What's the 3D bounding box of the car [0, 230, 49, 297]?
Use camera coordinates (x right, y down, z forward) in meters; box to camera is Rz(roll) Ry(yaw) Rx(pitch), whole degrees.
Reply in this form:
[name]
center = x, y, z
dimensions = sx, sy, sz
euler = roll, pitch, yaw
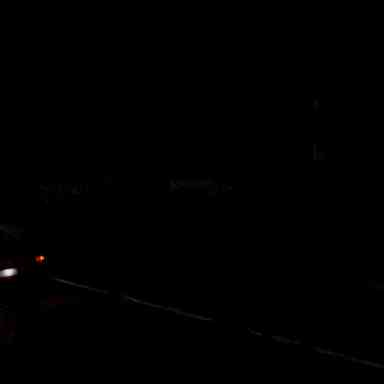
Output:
[car]
center = -5.206, 1.555, 7.754
dimensions = 4.181, 1.385, 1.994
euler = 0, 0, 37
